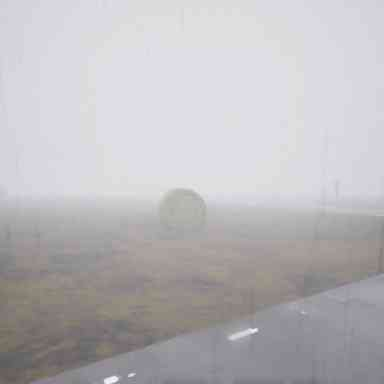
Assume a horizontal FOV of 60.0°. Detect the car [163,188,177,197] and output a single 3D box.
[{"bbox_3d":[-2.799,0.122,53.604,2.097,1.767,4.553,1,1,-35],"label":"car"}]
